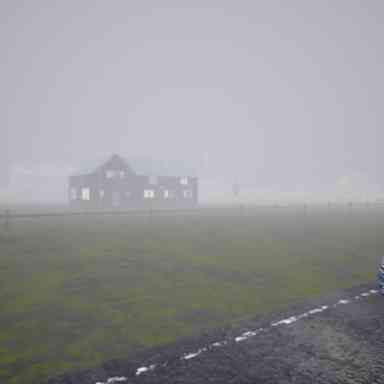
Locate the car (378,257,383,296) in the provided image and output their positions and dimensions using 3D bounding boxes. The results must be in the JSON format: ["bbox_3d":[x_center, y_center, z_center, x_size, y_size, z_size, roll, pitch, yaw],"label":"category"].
[{"bbox_3d":[6.067,1.522,7.407,5.008,1.535,1.882,1,0,-36],"label":"car"}]
